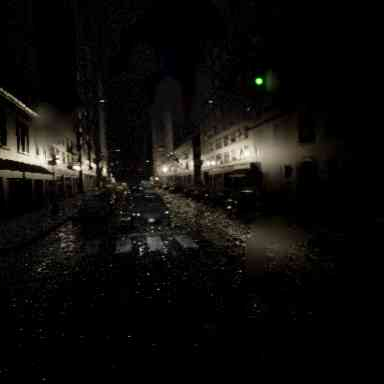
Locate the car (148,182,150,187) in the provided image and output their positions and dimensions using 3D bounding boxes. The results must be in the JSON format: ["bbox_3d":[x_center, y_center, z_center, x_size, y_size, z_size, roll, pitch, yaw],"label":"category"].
[{"bbox_3d":[-9.506,-1.849,84.608,1.967,1.590,4.097,-2,2,-11],"label":"car"}]

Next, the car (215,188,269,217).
[{"bbox_3d":[3.027,0.596,19.479,1.947,1.339,4.313,-2,2,-11],"label":"car"}]

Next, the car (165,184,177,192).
[{"bbox_3d":[-2.194,-0.368,46.619,1.947,1.339,4.313,-2,2,-11],"label":"car"}]

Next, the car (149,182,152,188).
[{"bbox_3d":[-8.459,-1.530,79.186,1.947,1.339,4.313,-2,2,-11],"label":"car"}]

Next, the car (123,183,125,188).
[{"bbox_3d":[-12.645,-0.366,55.865,1.947,1.339,4.313,-2,2,-11],"label":"car"}]

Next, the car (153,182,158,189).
[{"bbox_3d":[-6.370,-1.143,68.330,1.947,1.339,4.313,-2,2,-11],"label":"car"}]

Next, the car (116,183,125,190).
[{"bbox_3d":[-17.868,-1.460,82.992,1.967,1.590,4.097,-2,2,-11],"label":"car"}]

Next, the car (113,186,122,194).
[{"bbox_3d":[-8.470,0.386,34.158,1.887,1.381,4.507,-2,2,-11],"label":"car"}]

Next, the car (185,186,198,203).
[{"bbox_3d":[0.938,0.196,30.334,2.008,1.369,4.403,-2,2,-11],"label":"car"}]

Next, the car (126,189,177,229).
[{"bbox_3d":[-2.195,0.852,16.593,2.128,1.511,4.902,-3,3,-11],"label":"car"}]

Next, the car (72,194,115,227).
[{"bbox_3d":[-5.338,1.000,17.880,1.802,1.307,4.206,-2,2,-11],"label":"car"}]

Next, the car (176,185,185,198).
[{"bbox_3d":[-0.106,-0.003,35.762,1.887,1.381,4.507,-2,2,-11],"label":"car"}]

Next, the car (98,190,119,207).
[{"bbox_3d":[-6.382,0.792,23.306,1.947,1.339,4.313,-2,2,-11],"label":"car"}]

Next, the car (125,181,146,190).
[{"bbox_3d":[-8.285,-0.423,48.220,2.097,1.767,4.553,-3,2,-11],"label":"car"}]

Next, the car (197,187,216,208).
[{"bbox_3d":[1.983,0.382,24.906,1.887,1.381,4.507,-2,2,-11],"label":"car"}]

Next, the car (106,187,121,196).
[{"bbox_3d":[-7.426,0.584,28.732,2.008,1.369,4.403,-2,2,-11],"label":"car"}]

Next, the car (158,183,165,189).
[{"bbox_3d":[-4.282,-0.770,57.474,2.008,1.369,4.403,-2,2,-11],"label":"car"}]

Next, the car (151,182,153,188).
[{"bbox_3d":[-7.414,-1.321,73.758,1.802,1.307,4.206,-2,2,-11],"label":"car"}]

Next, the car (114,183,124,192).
[{"bbox_3d":[-11.570,-0.207,50.270,1.752,1.417,4.829,-2,2,-11],"label":"car"}]

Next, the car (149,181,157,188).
[{"bbox_3d":[-10.551,-2.042,90.035,1.967,1.590,4.097,-2,2,-11],"label":"car"}]
